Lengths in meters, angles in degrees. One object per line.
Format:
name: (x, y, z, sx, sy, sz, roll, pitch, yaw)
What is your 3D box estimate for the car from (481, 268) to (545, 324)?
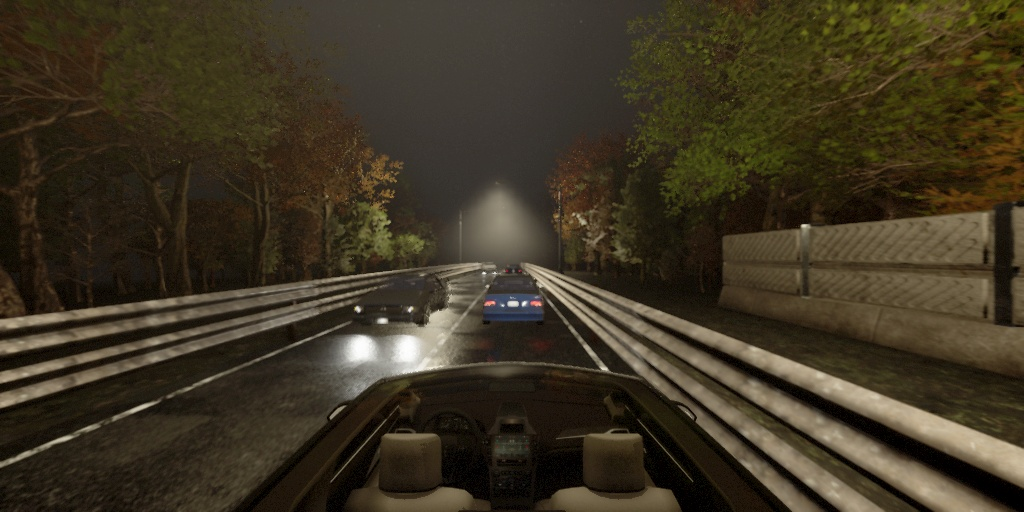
car: (0.053, 1.297, 11.870, 2.033, 1.411, 5.357, 0, 0, 1)

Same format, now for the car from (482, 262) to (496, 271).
car: (-3.277, 1.652, 52.692, 1.812, 1.442, 4.674, 0, -1, 0)

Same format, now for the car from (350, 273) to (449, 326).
car: (-3.342, 1.296, 11.911, 2.033, 1.411, 5.357, 0, 0, 0)

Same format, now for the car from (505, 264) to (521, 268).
car: (0.130, 1.454, 35.508, 2.033, 1.411, 5.357, 0, -1, 0)
